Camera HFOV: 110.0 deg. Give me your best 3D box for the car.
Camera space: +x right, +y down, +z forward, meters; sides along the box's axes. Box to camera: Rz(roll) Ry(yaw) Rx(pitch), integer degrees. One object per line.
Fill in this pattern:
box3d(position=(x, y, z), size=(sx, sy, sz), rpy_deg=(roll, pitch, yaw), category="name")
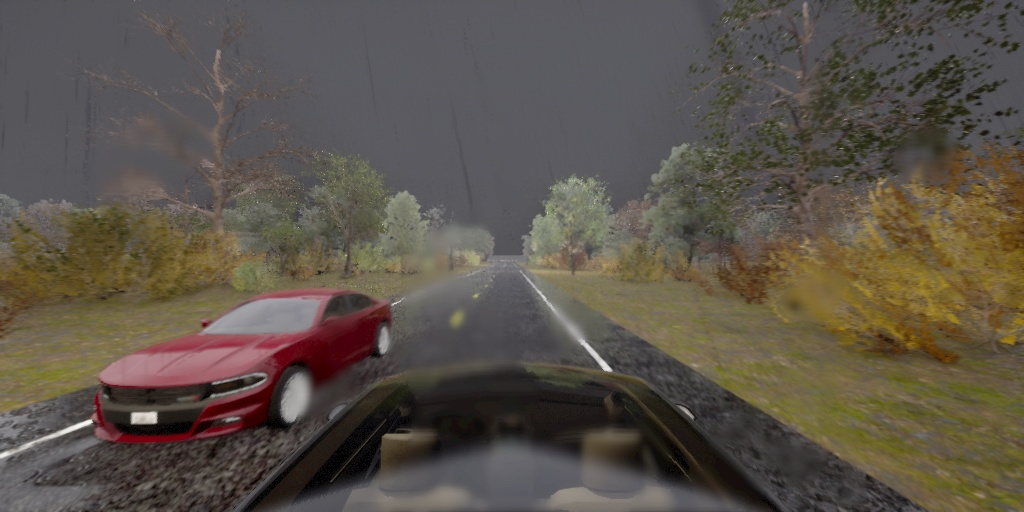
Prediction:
box3d(position=(-3.553, 1.302, 5.945), size=(1.882, 1.535, 5.008), rpy_deg=(-1, 0, 0), category="car")
